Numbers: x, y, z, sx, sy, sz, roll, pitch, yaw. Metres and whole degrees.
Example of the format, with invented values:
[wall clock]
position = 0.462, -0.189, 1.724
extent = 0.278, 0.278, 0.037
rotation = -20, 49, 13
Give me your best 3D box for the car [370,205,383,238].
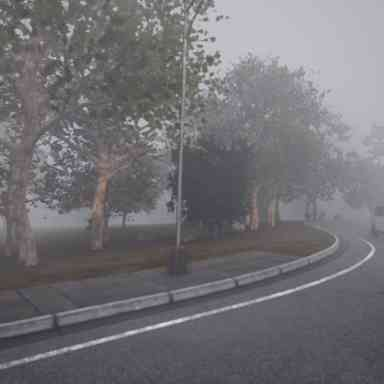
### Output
[car]
position = 11.892, 1.794, 18.844
extent = 2.150, 2.045, 5.566
rotation = 2, -1, 13
